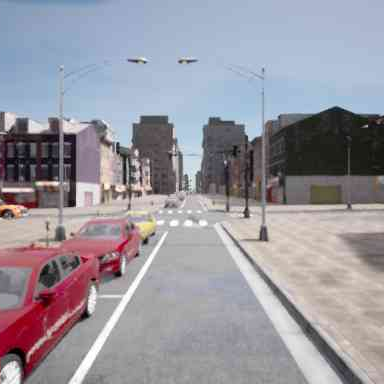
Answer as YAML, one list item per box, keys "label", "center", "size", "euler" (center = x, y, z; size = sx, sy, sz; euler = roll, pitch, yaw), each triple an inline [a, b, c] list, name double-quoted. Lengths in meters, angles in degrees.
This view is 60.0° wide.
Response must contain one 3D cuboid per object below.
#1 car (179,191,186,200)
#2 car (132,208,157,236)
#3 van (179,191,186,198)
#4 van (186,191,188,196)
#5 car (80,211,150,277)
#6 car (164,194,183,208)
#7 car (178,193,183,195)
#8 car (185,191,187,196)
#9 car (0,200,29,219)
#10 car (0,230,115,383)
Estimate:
- label: "car"
  center: [-2.605, 1.095, 65.472]
  size: [1.887, 1.381, 4.507]
  euler: [1, 1, 0]
- label: "car"
  center: [-2.621, 1.476, 15.607]
  size: [1.752, 1.417, 4.829]
  euler: [1, 0, 0]
- label: "van"
  center: [-2.595, 0.666, 93.711]
  size: [1.690, 1.788, 3.998]
  euler: [1, 0, 0]
- label: "van"
  center: [-2.597, 0.749, 82.415]
  size: [1.690, 1.788, 3.998]
  euler: [1, 0, 0]
- label: "car"
  center: [-2.624, 1.522, 10.241]
  size: [1.887, 1.381, 4.507]
  euler: [1, 0, 0]
- label: "car"
  center: [-2.612, 1.299, 42.877]
  size: [2.008, 1.369, 4.403]
  euler: [1, 0, 0]
- label: "car"
  center: [-2.609, 1.228, 48.356]
  size: [1.752, 1.417, 4.829]
  euler: [1, 0, 0]
- label: "car"
  center: [-2.604, 1.067, 71.119]
  size: [1.947, 1.339, 4.313]
  euler: [1, 1, 0]
- label: "car"
  center: [-16.270, 1.406, 27.924]
  size: [4.553, 1.767, 2.097]
  euler: [-1, -1, 0]
- label: "car"
  center: [-2.627, 1.539, 4.706]
  size: [1.887, 1.381, 4.507]
  euler: [1, 0, 0]
